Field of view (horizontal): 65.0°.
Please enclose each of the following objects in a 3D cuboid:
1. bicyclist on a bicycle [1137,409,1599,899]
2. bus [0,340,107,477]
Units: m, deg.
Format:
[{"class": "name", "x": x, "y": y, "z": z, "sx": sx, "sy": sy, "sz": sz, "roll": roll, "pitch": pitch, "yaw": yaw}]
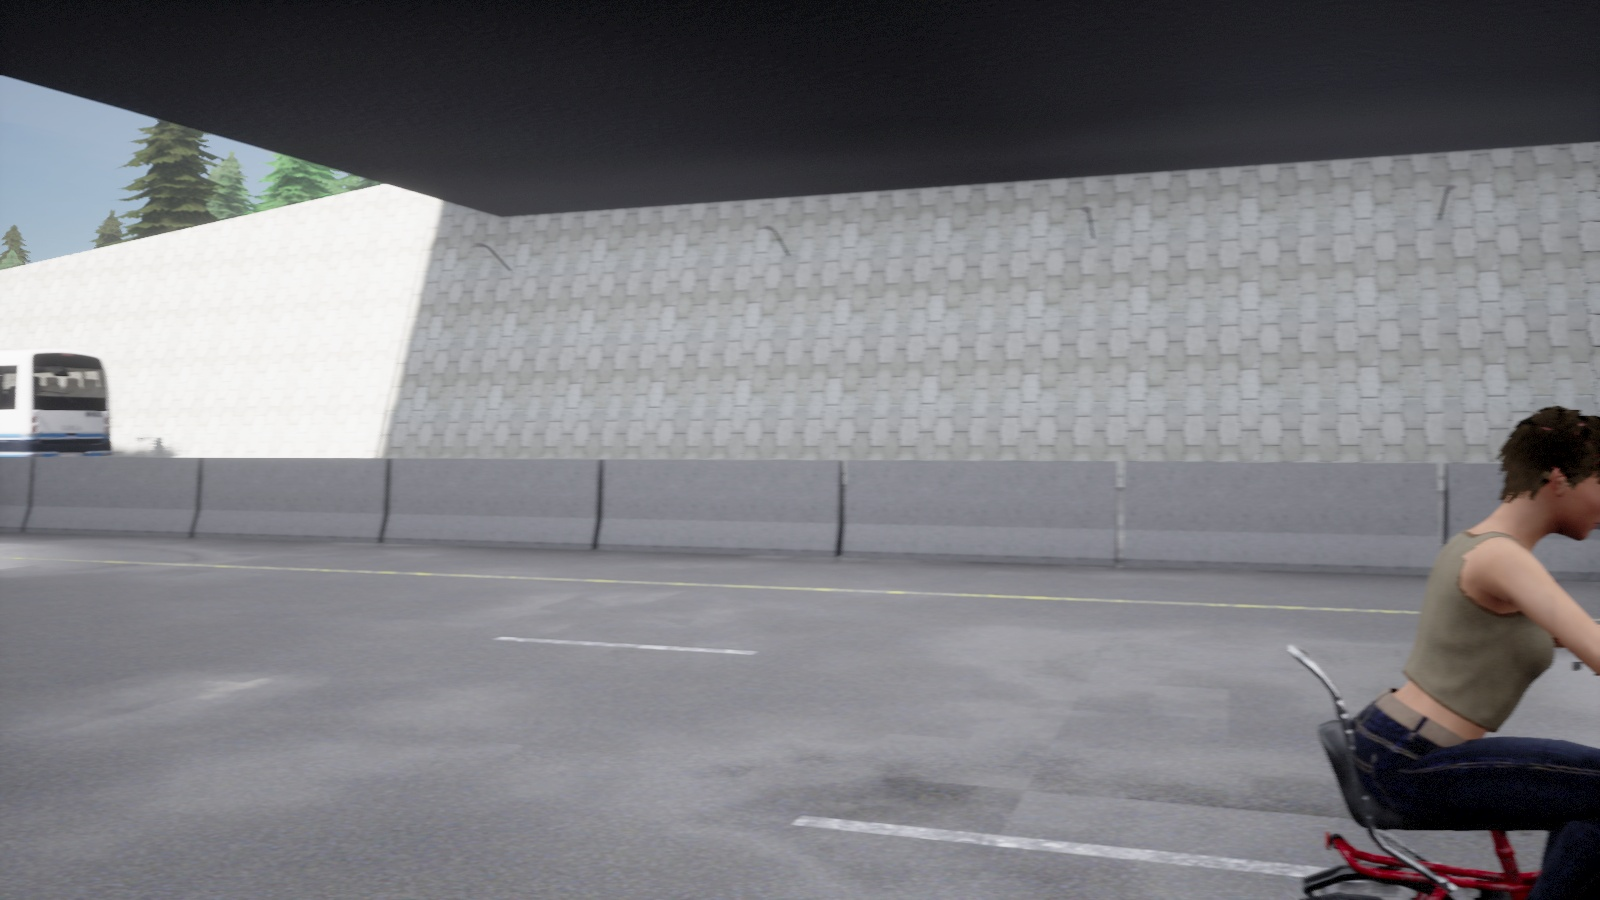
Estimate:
[{"class": "bicyclist on a bicycle", "x": 1.531, "y": 0.726, "z": 2.683, "sx": 1.509, "sy": 1.612, "sz": 0.866, "roll": 1, "pitch": 1, "yaw": 19}, {"class": "bus", "x": -29.029, "y": -1.342, "z": 42.509, "sx": 10.273, "sy": 4.253, "sz": 3.944, "roll": 0, "pitch": 1, "yaw": 20}]
